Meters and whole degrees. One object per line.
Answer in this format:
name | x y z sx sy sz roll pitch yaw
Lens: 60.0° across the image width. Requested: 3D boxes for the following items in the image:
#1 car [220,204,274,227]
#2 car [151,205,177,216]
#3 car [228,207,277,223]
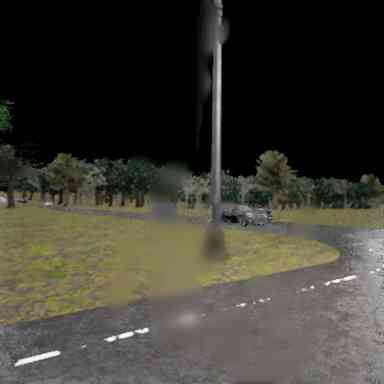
car | 3.595 1.680 25.345 2.097 1.767 4.553 3 -3 -36
car | -4.110 2.601 48.092 1.882 1.535 5.008 3 -3 -36
car | 6.060 2.296 33.893 1.837 1.490 4.892 3 -3 -36
